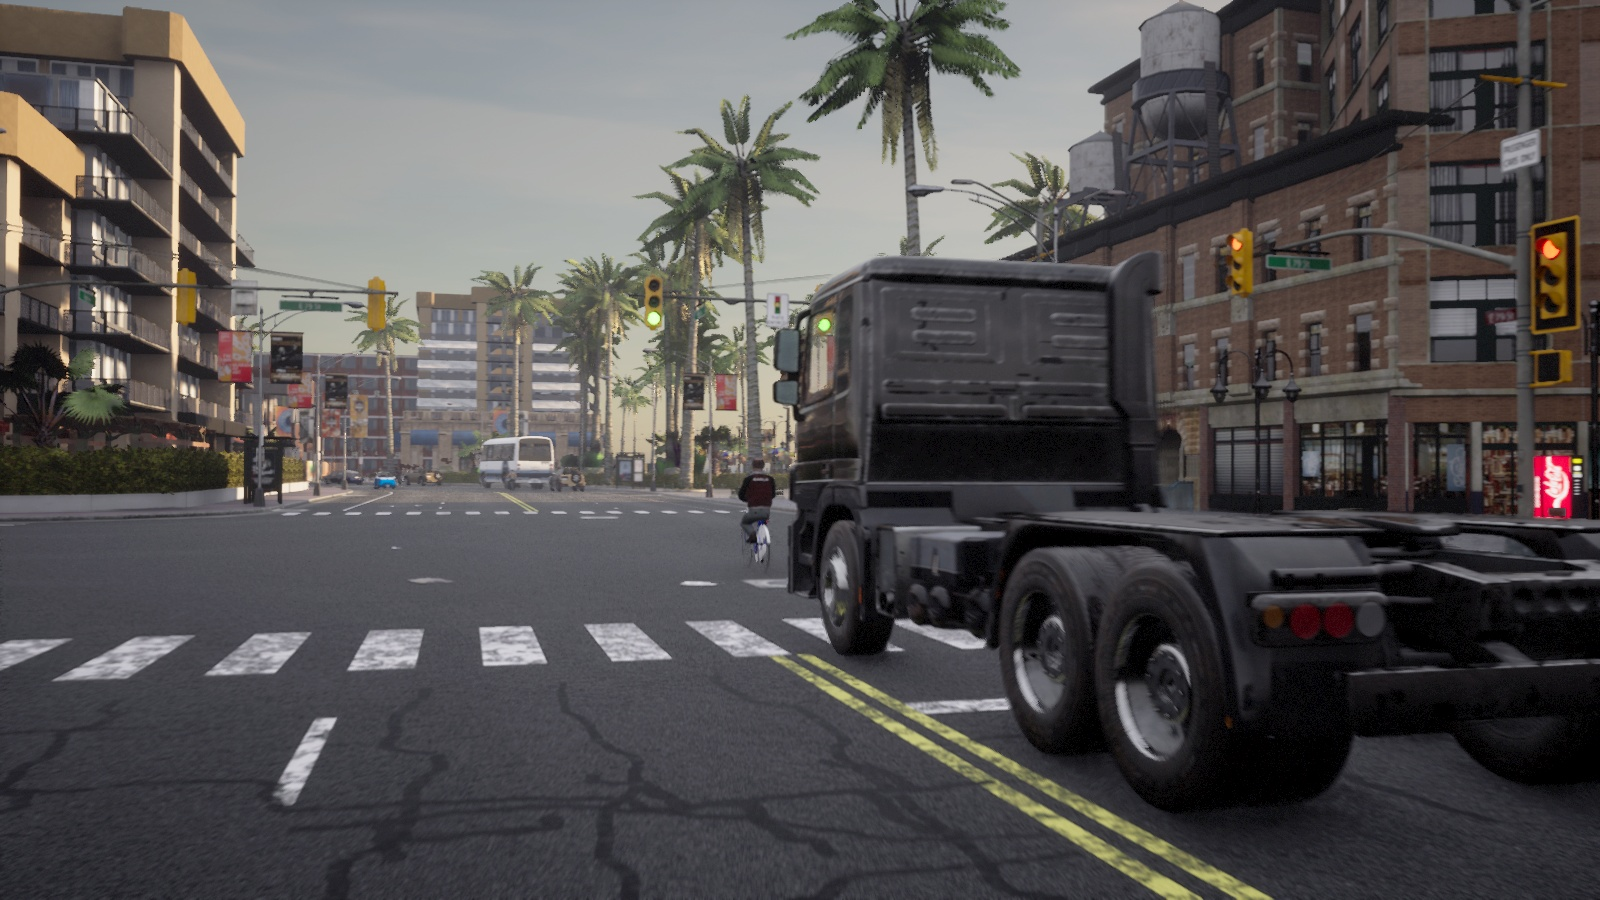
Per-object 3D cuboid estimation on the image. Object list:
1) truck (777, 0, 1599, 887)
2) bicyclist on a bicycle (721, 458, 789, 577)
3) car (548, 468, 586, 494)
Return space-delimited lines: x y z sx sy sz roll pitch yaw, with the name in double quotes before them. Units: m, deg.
"truck" 2.213 -0.026 8.930 2.891 3.462 7.936 0 -1 -15
"bicyclist on a bicycle" -0.729 1.021 19.803 0.659 1.776 1.843 0 -1 -15
"car" -16.959 2.230 91.163 1.932 1.855 4.605 0 -1 -20
